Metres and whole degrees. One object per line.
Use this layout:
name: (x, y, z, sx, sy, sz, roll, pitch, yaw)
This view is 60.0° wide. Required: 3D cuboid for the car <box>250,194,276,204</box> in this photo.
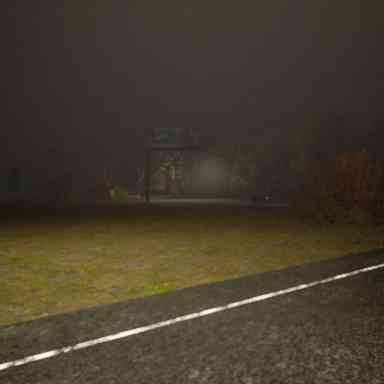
car: (11.836, 1.089, 55.846, 2.097, 1.767, 4.553, 0, 0, -34)
